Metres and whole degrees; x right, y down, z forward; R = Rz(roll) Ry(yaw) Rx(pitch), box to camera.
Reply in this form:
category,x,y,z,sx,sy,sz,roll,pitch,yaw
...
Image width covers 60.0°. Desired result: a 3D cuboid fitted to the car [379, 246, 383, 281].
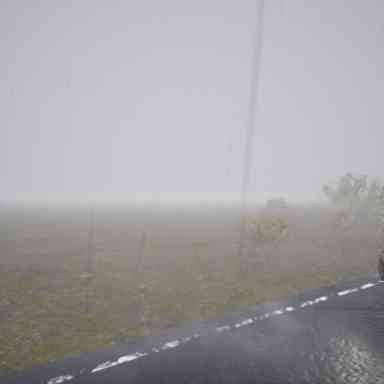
category,x,y,z,sx,sy,sz,roll,pitch,yaw
car,6.652,1.211,7.676,5.566,2.045,2.150,0,0,-33
